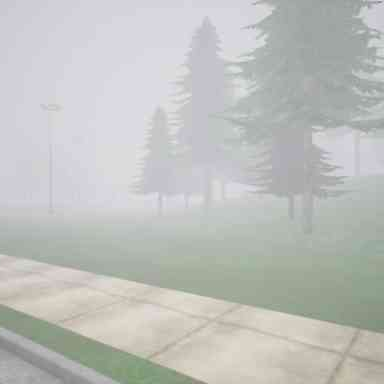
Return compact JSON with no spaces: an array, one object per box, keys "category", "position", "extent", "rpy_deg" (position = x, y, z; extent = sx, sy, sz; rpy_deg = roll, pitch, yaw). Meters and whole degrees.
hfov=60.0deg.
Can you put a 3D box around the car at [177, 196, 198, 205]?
[{"category":"car","position":[-0.846,1.668,68.904],"extent":[2.097,1.767,4.553],"rpy_deg":[-1,0,36]}]

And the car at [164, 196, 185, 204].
[{"category":"car","position":[-3.667,1.688,70.975],"extent":[2.097,1.767,4.553],"rpy_deg":[-1,0,36]}]

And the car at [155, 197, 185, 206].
[{"category":"car","position":[-3.841,1.890,58.815],"extent":[1.895,1.301,4.718],"rpy_deg":[-1,0,37]}]

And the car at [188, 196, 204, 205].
[{"category":"car","position":[1.976,1.641,66.833],"extent":[2.097,1.767,4.553],"rpy_deg":[-1,0,36]}]

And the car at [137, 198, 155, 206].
[{"category":"car","position":[-7.083,1.864,60.339],"extent":[2.033,1.411,5.357],"rpy_deg":[-1,0,37]}]

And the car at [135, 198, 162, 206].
[{"category":"car","position":[-8.333,1.891,64.561],"extent":[2.033,1.411,5.357],"rpy_deg":[-1,0,37]}]
